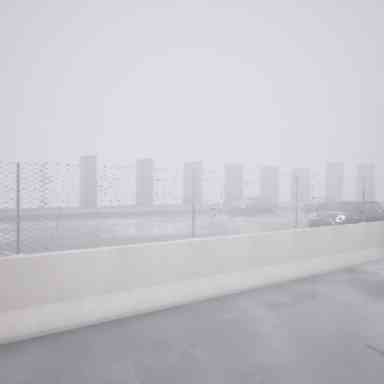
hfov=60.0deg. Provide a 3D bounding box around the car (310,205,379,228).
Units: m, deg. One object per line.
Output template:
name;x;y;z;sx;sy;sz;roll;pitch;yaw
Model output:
car;8.310;1.255;17.499;4.553;1.767;2.097;0;1;-30
